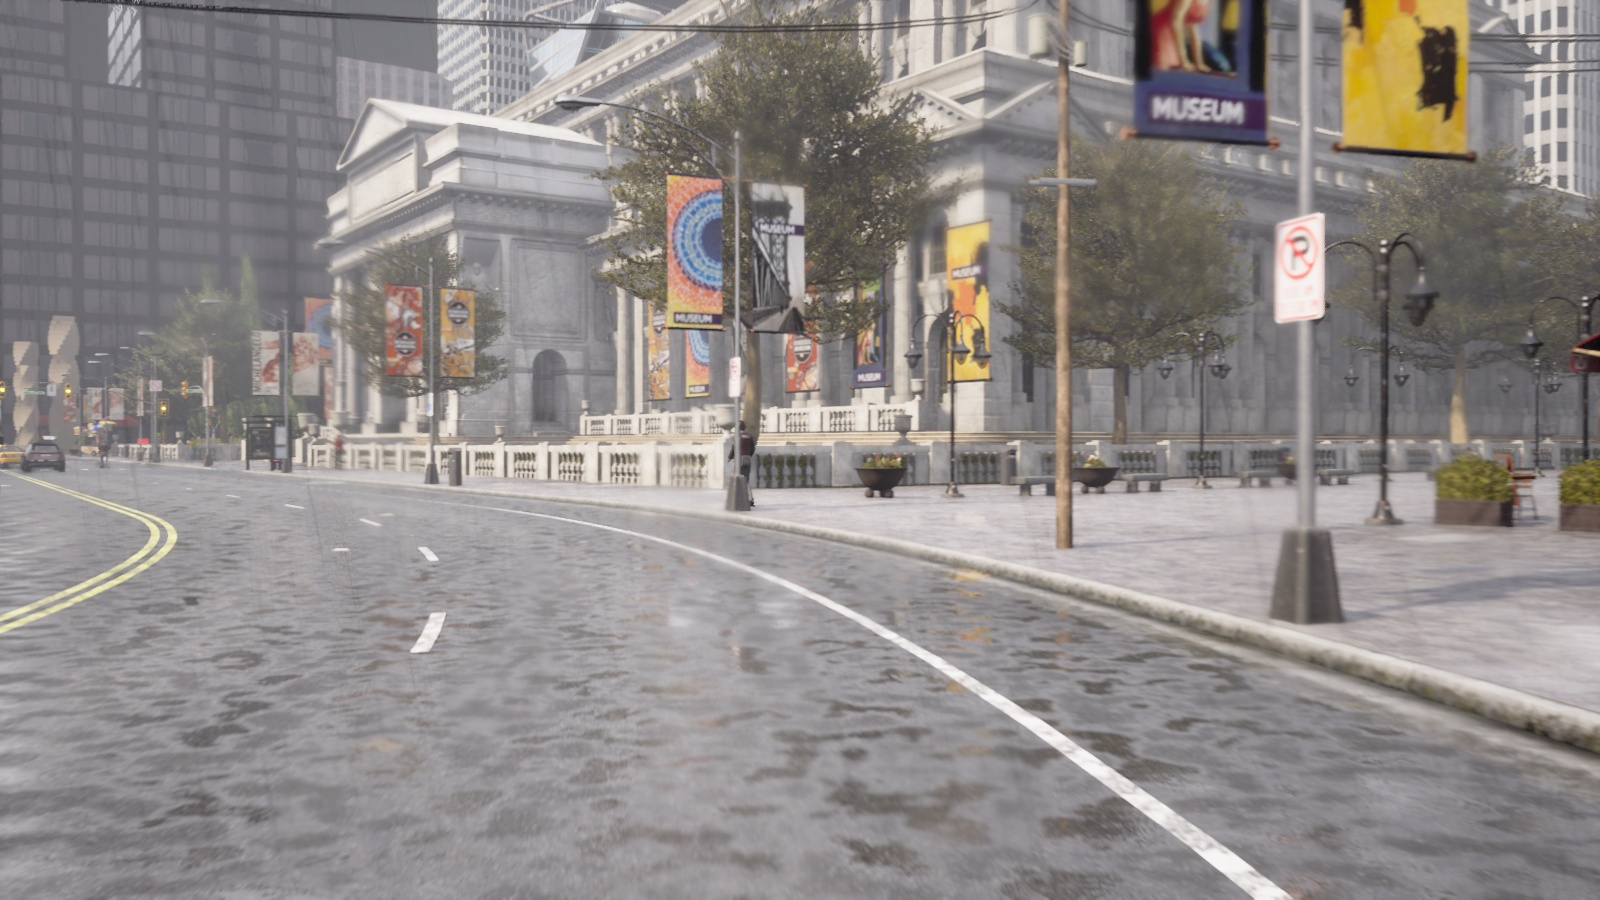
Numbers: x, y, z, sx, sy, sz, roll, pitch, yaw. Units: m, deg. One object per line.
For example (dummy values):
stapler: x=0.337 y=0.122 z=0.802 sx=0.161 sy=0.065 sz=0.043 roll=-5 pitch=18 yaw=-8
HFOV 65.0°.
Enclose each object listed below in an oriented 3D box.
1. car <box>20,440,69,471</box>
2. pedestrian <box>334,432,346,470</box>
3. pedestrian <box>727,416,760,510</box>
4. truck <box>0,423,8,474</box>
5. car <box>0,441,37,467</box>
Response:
car: x=-42.350 y=0.279 z=70.382 sx=2.033 sy=1.649 sz=4.856 roll=0 pitch=0 yaw=-35
pedestrian: x=-22.745 y=0.053 z=62.096 sx=0.331 sy=1.846 sz=0.636 roll=0 pitch=0 yaw=-42
pedestrian: x=-1.178 y=0.256 z=26.168 sx=0.402 sy=1.930 sz=0.666 roll=0 pitch=0 yaw=-32
truck: x=-40.840 y=-0.095 z=62.078 sx=2.627 sy=2.467 sz=5.204 roll=0 pitch=1 yaw=-35
car: x=-50.135 y=0.239 z=79.064 sx=5.366 sy=1.575 sz=1.801 roll=0 pitch=1 yaw=37
